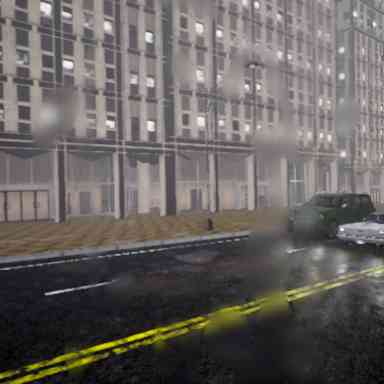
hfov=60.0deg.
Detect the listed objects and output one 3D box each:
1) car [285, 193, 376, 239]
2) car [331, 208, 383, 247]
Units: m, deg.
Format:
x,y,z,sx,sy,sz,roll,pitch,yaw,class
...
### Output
x,y,z,sx,sy,sz,roll,pitch,yaw,class
7.094,1.089,16.724,5.566,2.045,2.150,0,0,-35,car
7.866,1.478,13.285,4.718,1.301,1.895,-1,0,-35,car
